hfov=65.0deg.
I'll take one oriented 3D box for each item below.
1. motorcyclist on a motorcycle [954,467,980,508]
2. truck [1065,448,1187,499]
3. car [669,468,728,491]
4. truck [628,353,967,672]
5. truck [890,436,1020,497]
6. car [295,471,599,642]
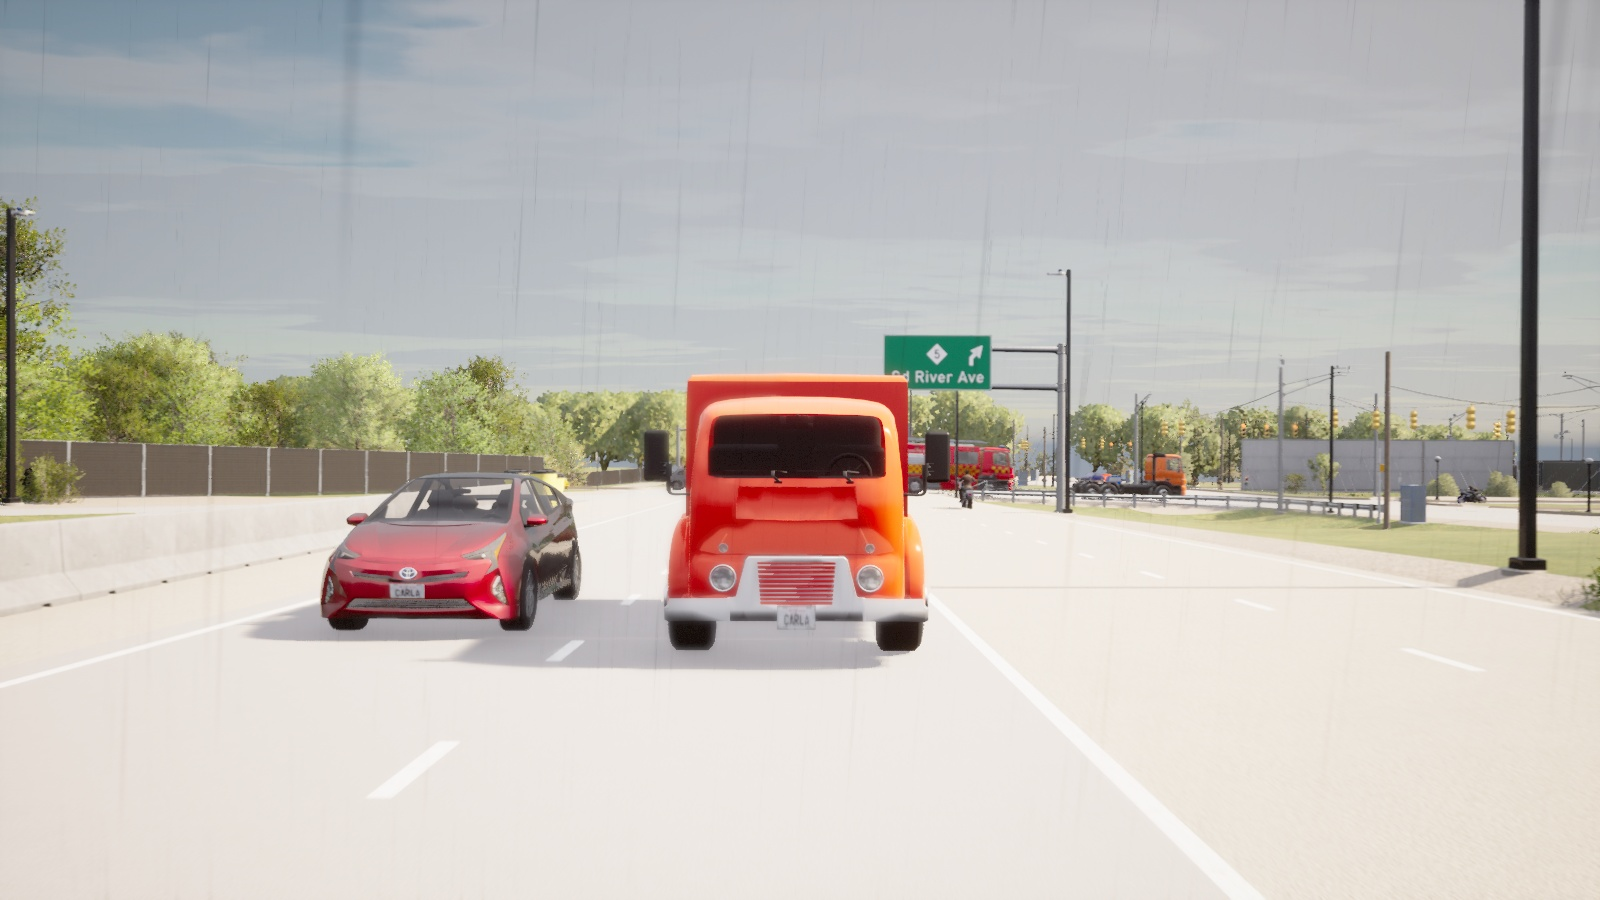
[{"bbox_3d":[6.879,1.551,51.904,0.766,1.649,2.350,0,-1,0],"label":"motorcyclist on a motorcycle"},{"bbox_3d":[23.294,1.692,89.897,7.936,3.462,2.891,1,-1,-1],"label":"truck"},{"bbox_3d":[-7.232,2.125,89.751,3.988,1.617,1.851,0,-1,0],"label":"car"},{"bbox_3d":[-0.030,0.530,12.371,2.627,2.467,5.204,0,-1,0],"label":"truck"},{"bbox_3d":[10.557,1.125,86.298,8.468,3.827,2.891,2,-1,0],"label":"truck"},{"bbox_3d":[-3.531,0.995,13.534,2.007,1.525,4.514,0,-1,0],"label":"car"}]
